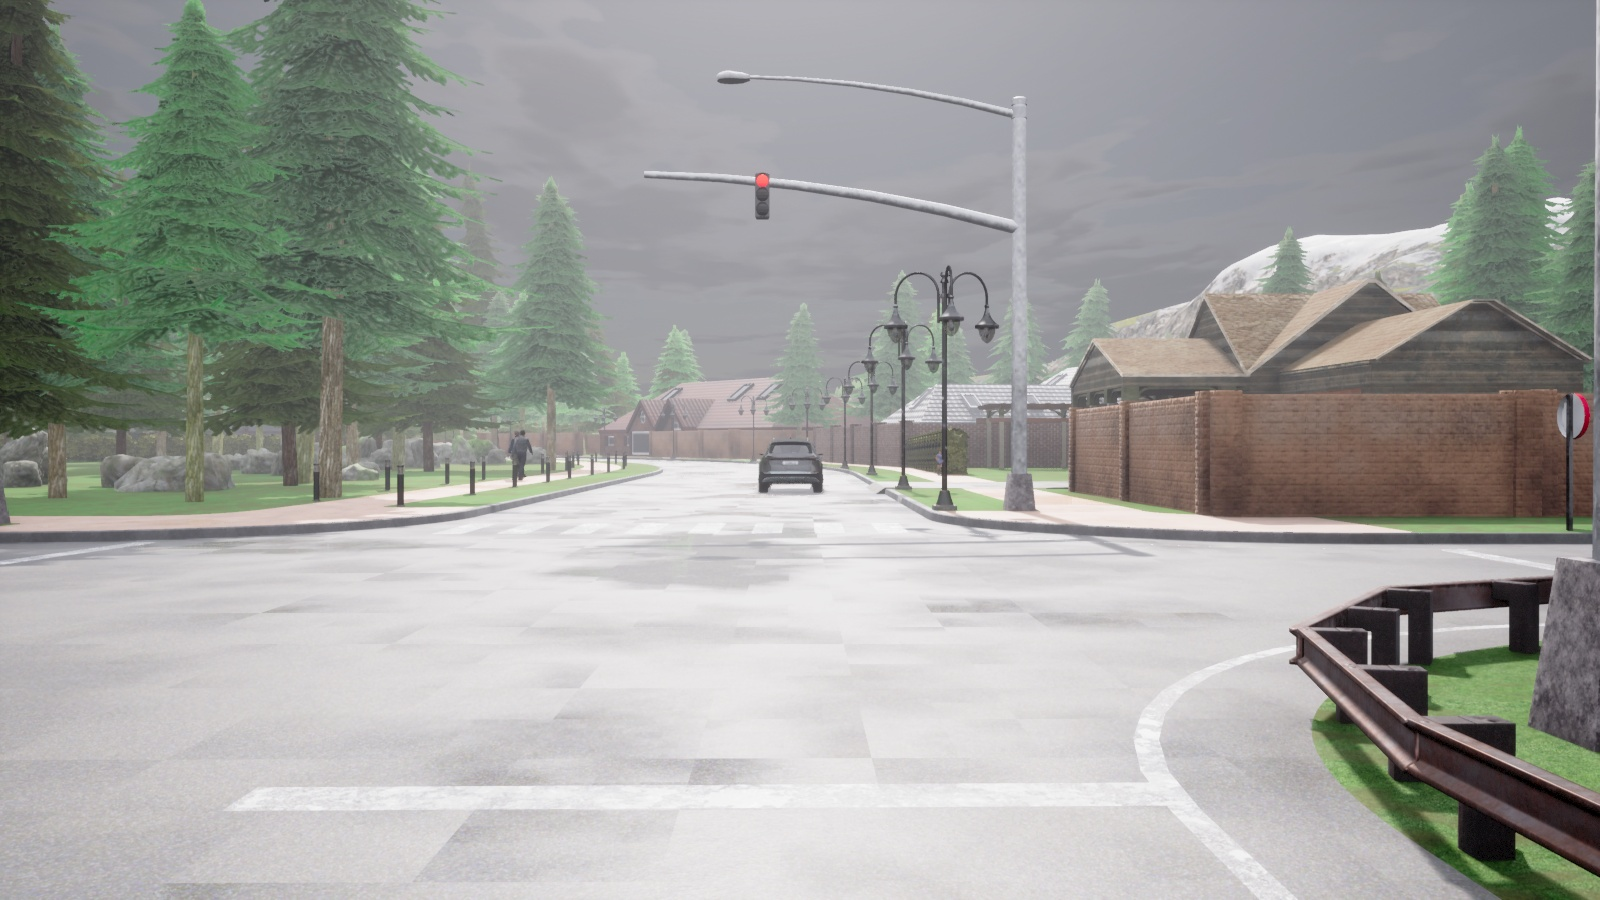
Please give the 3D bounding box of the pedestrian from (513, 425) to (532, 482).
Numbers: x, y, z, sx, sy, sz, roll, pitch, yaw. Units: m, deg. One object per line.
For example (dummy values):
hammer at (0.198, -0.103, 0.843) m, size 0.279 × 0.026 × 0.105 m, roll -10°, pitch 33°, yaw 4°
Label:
pedestrian at (-9.646, 0.118, 43.650) m, size 0.423 × 1.949 × 0.788 m, roll 0°, pitch 0°, yaw 6°

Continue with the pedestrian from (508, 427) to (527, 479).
pedestrian at (-10.172, 0.109, 45.171) m, size 0.402 × 1.842 × 0.726 m, roll 0°, pitch 0°, yaw 12°

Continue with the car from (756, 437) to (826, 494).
car at (-0.279, 0.427, 38.923) m, size 2.033 × 1.649 × 4.856 m, roll 0°, pitch 0°, yaw 0°
